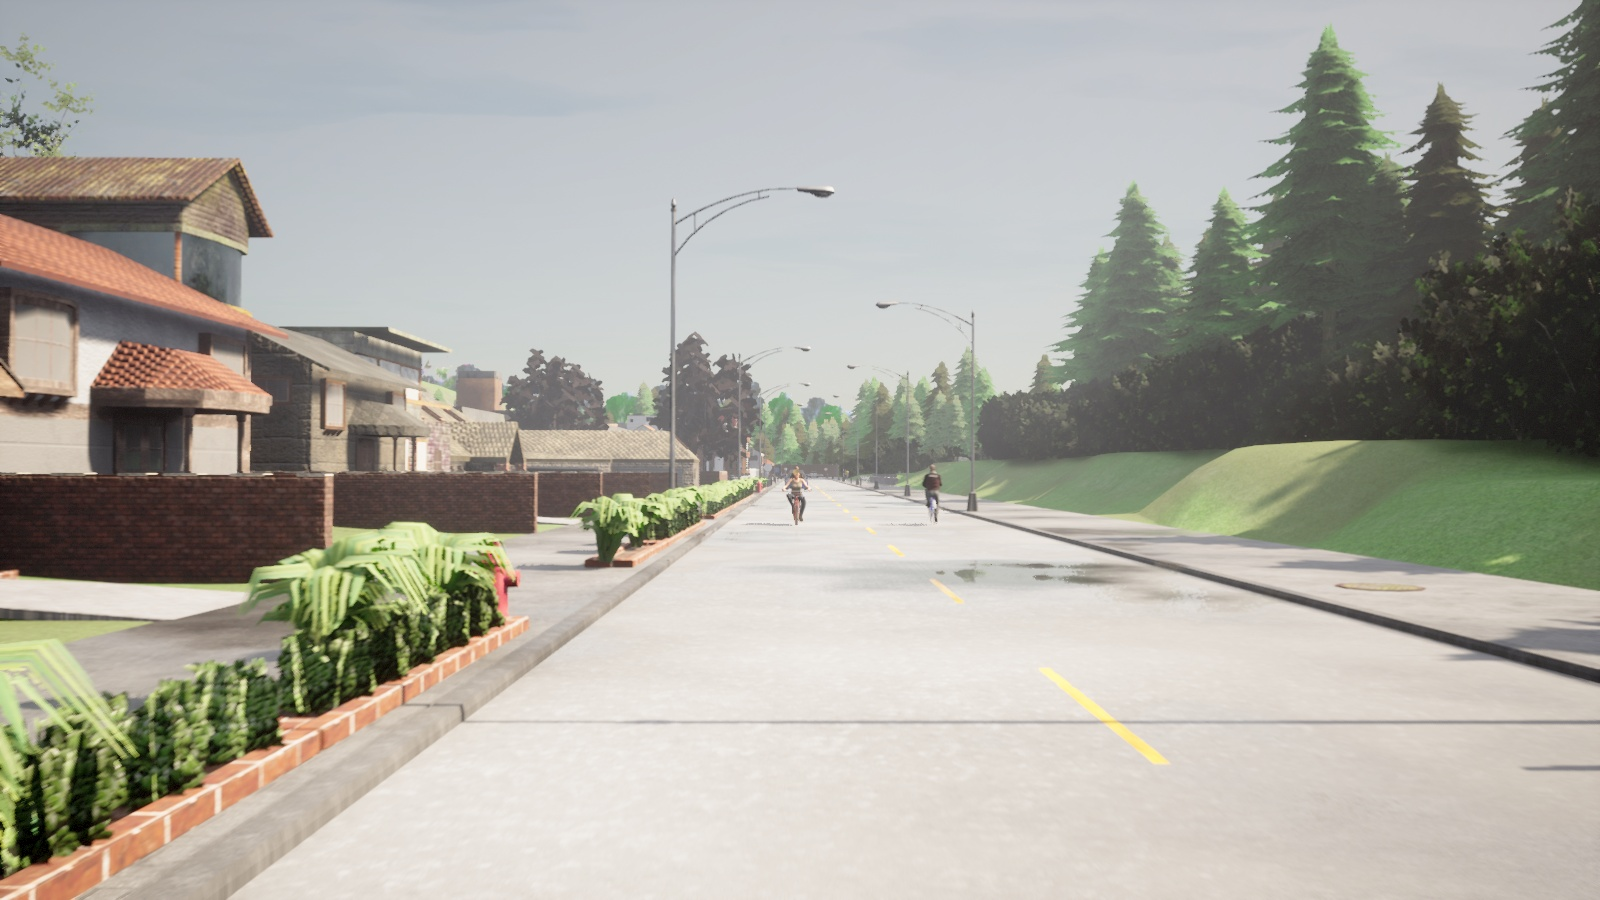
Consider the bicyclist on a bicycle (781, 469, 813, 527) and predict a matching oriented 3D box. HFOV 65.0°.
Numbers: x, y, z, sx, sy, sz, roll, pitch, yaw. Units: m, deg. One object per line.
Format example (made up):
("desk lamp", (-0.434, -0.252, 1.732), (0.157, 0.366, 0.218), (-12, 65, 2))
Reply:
("bicyclist on a bicycle", (-0.087, 1.352, 35.851), (0.866, 1.612, 1.509), (0, -1, 0))
